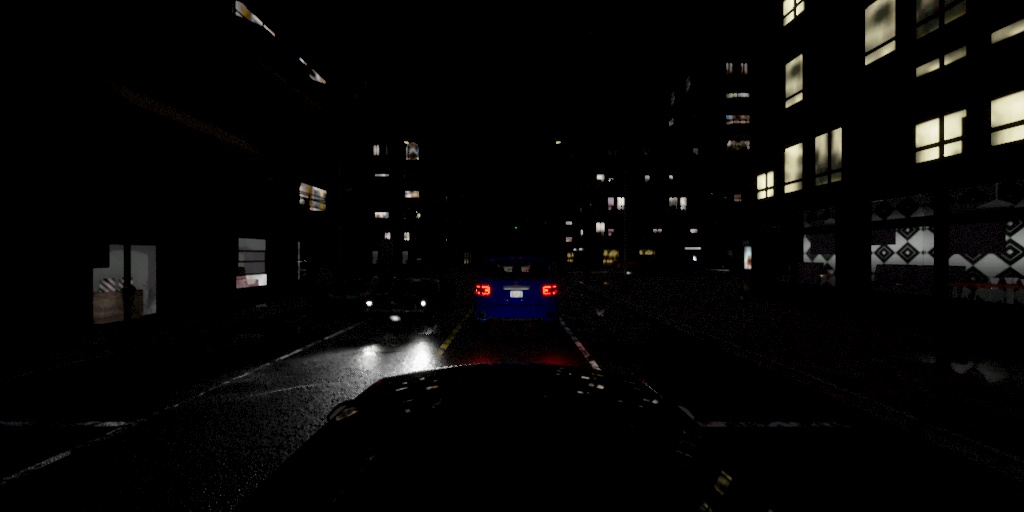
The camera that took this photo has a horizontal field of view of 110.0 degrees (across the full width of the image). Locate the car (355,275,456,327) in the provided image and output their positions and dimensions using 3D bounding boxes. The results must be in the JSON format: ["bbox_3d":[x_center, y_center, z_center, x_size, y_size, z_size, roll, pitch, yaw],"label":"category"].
[{"bbox_3d":[-3.093,1.345,11.724,1.895,1.301,4.718,0,0,0],"label":"car"}]

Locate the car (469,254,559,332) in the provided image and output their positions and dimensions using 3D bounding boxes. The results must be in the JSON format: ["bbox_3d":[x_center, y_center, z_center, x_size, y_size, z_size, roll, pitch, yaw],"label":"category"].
[{"bbox_3d":[0.107,0.966,10.935,2.150,2.045,5.566,0,0,0],"label":"car"}]

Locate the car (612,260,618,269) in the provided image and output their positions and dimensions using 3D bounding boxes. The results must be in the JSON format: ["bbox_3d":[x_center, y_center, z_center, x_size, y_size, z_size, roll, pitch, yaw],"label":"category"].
[{"bbox_3d":[14.614,0.742,42.685,5.009,1.841,2.192,0,0,0],"label":"car"}]

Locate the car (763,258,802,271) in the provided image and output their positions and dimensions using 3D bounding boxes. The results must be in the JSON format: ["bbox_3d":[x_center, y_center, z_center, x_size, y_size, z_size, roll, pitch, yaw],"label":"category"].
[{"bbox_3d":[25.834,0.805,34.392,4.313,1.339,1.948,0,0,0],"label":"car"}]

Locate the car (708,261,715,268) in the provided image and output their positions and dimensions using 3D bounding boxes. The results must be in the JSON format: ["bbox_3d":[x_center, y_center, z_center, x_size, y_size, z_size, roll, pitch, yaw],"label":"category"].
[{"bbox_3d":[25.705,0.802,42.772,4.207,1.307,1.802,0,0,0],"label":"car"}]

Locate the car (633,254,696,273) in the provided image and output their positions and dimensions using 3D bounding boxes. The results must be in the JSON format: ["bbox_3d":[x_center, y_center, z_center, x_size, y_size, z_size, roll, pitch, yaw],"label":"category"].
[{"bbox_3d":[14.741,0.761,34.305,5.009,1.841,2.192,0,0,0],"label":"car"}]

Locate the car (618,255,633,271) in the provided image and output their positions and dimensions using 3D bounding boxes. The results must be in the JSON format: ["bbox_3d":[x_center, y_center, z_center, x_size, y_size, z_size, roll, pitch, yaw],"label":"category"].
[{"bbox_3d":[14.993,0.905,40.097,5.008,1.535,1.882,-1,0,0],"label":"car"}]

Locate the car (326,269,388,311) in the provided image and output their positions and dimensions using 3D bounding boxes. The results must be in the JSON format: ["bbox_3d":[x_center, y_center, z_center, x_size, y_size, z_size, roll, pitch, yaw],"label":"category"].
[{"bbox_3d":[-5.728,1.325,14.344,1.802,1.307,4.207,0,0,0],"label":"car"}]

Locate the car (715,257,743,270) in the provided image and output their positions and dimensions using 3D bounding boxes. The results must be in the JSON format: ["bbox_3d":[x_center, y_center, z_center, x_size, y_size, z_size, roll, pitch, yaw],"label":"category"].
[{"bbox_3d":[26.284,0.763,40.186,5.357,1.411,2.033,-1,0,-1],"label":"car"}]
